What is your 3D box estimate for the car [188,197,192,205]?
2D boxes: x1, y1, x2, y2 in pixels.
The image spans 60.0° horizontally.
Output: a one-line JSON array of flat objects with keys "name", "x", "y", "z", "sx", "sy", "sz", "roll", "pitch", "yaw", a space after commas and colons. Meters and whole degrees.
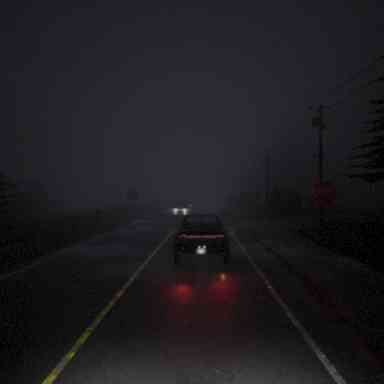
[{"name": "car", "x": -1.158, "y": 1.817, "z": 70.820, "sx": 2.097, "sy": 1.767, "sz": 4.553, "roll": 0, "pitch": 0, "yaw": 2}]

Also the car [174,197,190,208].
[{"name": "car", "x": -1.815, "y": 1.959, "z": 54.220, "sx": 1.895, "sy": 1.301, "sz": 4.718, "roll": 0, "pitch": 0, "yaw": 2}]

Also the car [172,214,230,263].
[{"name": "car", "x": 0.363, "y": 1.571, "z": 12.343, "sx": 2.128, "sy": 1.511, "sz": 4.902, "roll": 0, "pitch": 0, "yaw": 2}]
